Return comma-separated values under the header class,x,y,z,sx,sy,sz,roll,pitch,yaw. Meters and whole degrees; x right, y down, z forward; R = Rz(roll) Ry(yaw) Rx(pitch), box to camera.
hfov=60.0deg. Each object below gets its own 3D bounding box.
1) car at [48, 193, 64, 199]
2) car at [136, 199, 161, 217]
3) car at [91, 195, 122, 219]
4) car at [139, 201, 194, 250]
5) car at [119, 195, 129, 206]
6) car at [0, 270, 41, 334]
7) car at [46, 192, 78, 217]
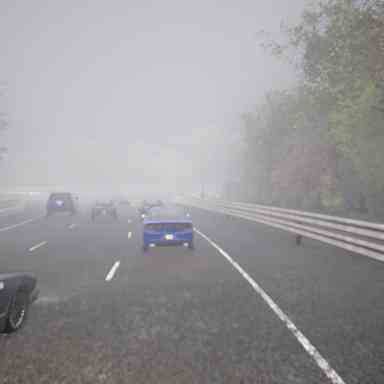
class,x,y,z,sx,sy,sz,roll,pitch,yaw
car,-32.172,1.018,78.467,1.895,1.301,4.718,-1,1,-44
car,-3.157,1.265,25.636,2.128,1.511,4.902,0,1,-13
car,-6.962,1.276,26.431,2.128,1.511,4.902,0,1,-14
car,-1.067,1.352,13.737,1.882,1.535,5.008,0,1,-7
car,-10.010,1.167,45.650,2.033,1.411,5.357,-1,1,-24
car,-3.568,1.530,3.583,2.033,1.411,5.357,0,1,-3
car,-11.244,1.004,29.000,2.150,2.045,5.566,0,1,-15
